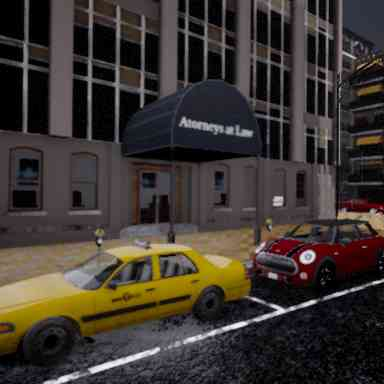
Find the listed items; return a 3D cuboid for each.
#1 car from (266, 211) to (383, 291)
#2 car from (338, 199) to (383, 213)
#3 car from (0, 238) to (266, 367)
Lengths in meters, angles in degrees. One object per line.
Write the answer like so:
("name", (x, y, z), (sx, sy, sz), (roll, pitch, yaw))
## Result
("car", (3.564, 1.483, 9.090), (4.097, 1.590, 1.967), (0, 0, -35))
("car", (16.712, 1.433, 32.679), (1.887, 1.381, 4.507), (2, 0, -36))
("car", (-1.102, 1.538, 5.764), (4.829, 1.417, 1.752), (0, 0, -35))
